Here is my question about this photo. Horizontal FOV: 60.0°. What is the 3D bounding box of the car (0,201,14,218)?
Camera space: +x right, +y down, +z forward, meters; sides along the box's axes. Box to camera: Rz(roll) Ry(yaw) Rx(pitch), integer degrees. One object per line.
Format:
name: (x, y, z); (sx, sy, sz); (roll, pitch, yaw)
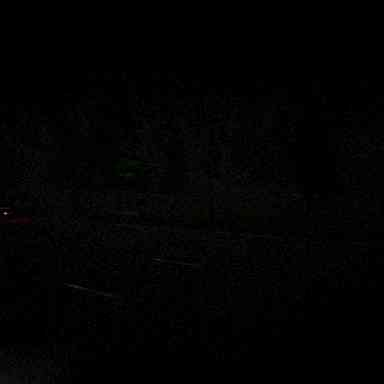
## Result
car: (-17.188, 1.504, 28.586); (4.892, 1.490, 1.837); (0, 0, 35)

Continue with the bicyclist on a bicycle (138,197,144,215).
bicyclist on a bicycle: (-4.613, 1.309, 30.008); (0.582, 1.620, 1.656); (0, -2, -23)
